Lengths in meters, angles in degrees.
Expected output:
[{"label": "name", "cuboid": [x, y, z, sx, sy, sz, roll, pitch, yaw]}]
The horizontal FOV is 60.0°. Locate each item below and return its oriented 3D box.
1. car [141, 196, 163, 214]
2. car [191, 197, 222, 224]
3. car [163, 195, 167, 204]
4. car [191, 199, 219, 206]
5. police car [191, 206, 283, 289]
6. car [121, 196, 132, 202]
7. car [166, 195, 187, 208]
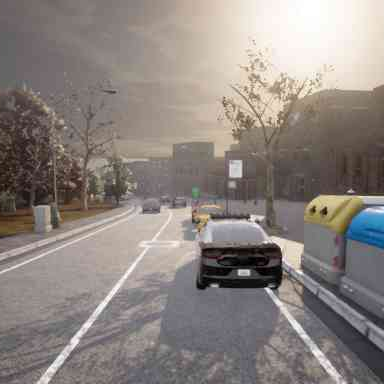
[{"label": "car", "cuboid": [-4.175, 1.455, 34.622, 1.837, 1.490, 4.892, 0, 0, -5]}, {"label": "car", "cuboid": [1.011, 1.300, 25.201, 2.097, 1.767, 4.553, 0, 0, -1]}, {"label": "car", "cuboid": [-4.800, 1.386, 60.394, 1.837, 1.490, 4.892, -2, 0, -16]}, {"label": "car", "cuboid": [1.026, 1.419, 19.368, 1.801, 1.575, 5.366, 0, 0, 0]}, {"label": "police car", "cuboid": [1.039, 1.408, 9.241, 1.930, 1.638, 5.238, 0, 0, 0]}, {"label": "car", "cuboid": [-16.425, 1.647, 82.467, 2.033, 1.411, 5.357, -3, 1, -24]}, {"label": "car", "cuboid": [-1.950, 1.384, 46.905, 2.128, 1.511, 4.902, -1, 0, -10]}]
